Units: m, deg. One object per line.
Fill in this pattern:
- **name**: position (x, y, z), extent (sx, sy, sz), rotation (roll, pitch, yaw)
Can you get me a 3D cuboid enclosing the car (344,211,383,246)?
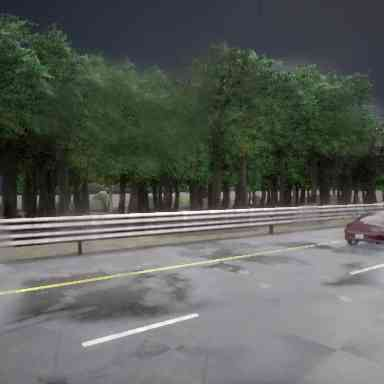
- **car**: position (8.283, 1.537, 14.089), extent (4.674, 1.442, 1.812), rotation (0, 0, -36)
